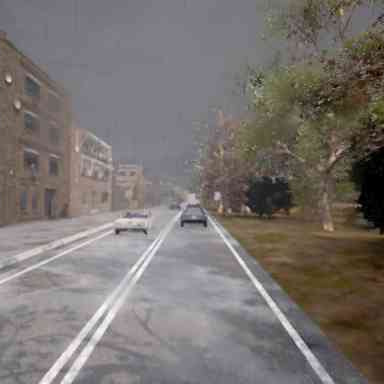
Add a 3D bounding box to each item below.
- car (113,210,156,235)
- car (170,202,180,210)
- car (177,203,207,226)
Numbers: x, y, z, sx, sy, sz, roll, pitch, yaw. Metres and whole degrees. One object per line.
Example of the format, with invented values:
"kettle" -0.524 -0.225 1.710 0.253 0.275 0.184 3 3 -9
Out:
"car" -3.323 1.750 19.991 1.895 1.301 4.718 0 -1 0
"car" -3.059 2.508 61.482 2.033 1.411 5.357 0 -1 1
"car" 0.137 1.777 25.385 1.994 1.385 4.181 0 -1 0
